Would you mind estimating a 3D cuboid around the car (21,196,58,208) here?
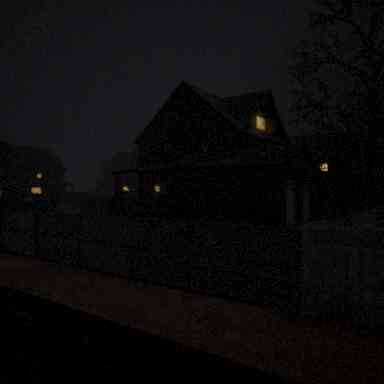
[{"bbox_3d":[-15.003,1.167,31.236,1.812,1.442,4.674,1,2,36],"label":"car"}]
